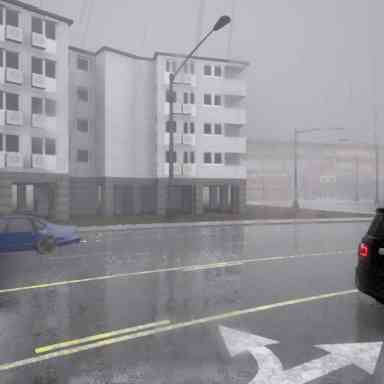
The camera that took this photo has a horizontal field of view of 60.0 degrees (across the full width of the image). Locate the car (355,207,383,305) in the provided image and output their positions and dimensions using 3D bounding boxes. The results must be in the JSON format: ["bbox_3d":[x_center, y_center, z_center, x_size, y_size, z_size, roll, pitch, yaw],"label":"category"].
[{"bbox_3d":[5.697,1.220,6.288,5.566,2.045,2.150,0,0,-23],"label":"car"}]

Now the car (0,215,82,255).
[{"bbox_3d":[-6.809,1.547,11.896,5.357,1.411,2.033,0,0,-32],"label":"car"}]
